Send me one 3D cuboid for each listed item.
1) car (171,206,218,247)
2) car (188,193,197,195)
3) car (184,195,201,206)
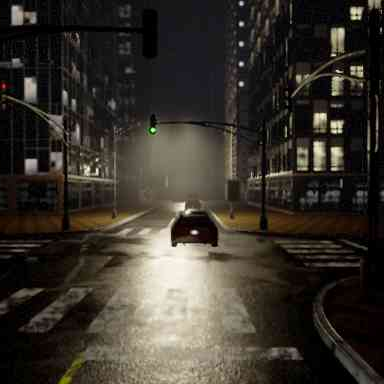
[{"bbox_3d":[0.097,1.542,15.057,1.994,1.385,4.181,0,1,0],"label":"car"},{"bbox_3d":[0.056,1.280,63.365,2.150,2.045,5.566,0,0,0],"label":"car"},{"bbox_3d":[0.096,1.517,40.681,2.128,1.511,4.902,0,0,0],"label":"car"}]
